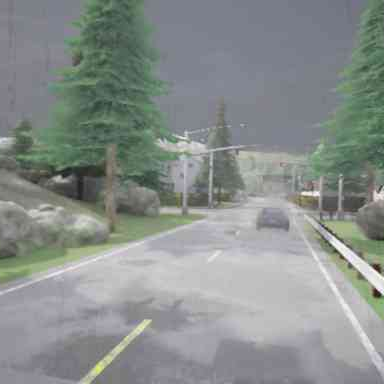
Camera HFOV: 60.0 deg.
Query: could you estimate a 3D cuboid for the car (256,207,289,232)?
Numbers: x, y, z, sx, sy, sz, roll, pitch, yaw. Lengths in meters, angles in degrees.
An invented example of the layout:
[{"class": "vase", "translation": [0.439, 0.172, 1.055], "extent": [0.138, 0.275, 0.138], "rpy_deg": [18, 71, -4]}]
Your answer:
[{"class": "car", "translation": [5.213, 1.683, 21.487], "extent": [1.994, 1.385, 4.181], "rpy_deg": [1, 0, 14]}]
